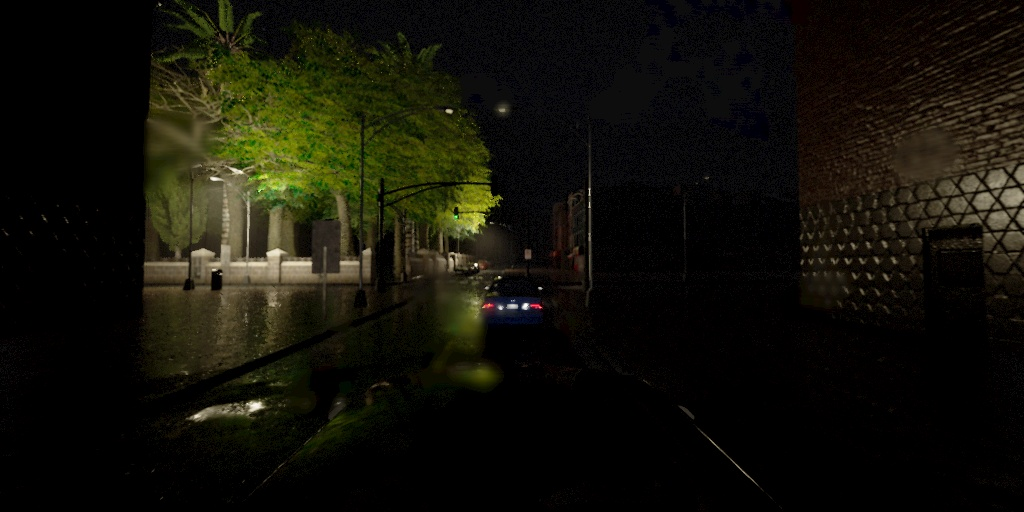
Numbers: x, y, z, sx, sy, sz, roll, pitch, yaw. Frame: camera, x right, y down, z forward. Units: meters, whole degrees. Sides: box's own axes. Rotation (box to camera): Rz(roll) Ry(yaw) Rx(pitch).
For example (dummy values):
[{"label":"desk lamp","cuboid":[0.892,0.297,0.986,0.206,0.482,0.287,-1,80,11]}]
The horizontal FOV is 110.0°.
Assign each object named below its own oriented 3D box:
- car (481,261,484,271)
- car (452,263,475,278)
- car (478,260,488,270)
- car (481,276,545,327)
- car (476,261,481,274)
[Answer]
[{"label":"car","cuboid":[-5.585,1.734,51.903,1.948,1.339,4.313,0,0,0]},{"label":"car","cuboid":[-5.515,1.605,39.319,2.007,1.370,4.403,0,0,0]},{"label":"car","cuboid":[-5.669,1.859,62.802,1.802,1.307,4.207,0,0,0]},{"label":"car","cuboid":[0.044,1.375,11.823,2.033,1.411,5.357,0,0,1]},{"label":"car","cuboid":[-5.543,1.668,46.454,2.007,1.370,4.403,0,0,0]}]
